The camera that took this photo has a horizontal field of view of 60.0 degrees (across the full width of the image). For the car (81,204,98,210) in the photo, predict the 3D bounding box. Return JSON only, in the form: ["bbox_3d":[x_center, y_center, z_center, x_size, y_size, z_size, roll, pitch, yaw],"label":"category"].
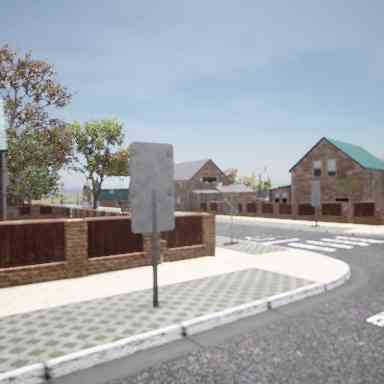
[{"bbox_3d":[-15.921,2.624,51.163,1.994,1.385,4.181,-1,-1,-31],"label":"car"}]

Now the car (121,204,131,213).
[{"bbox_3d":[-5.583,1.996,33.463,2.097,1.767,4.553,-1,-1,-31],"label":"car"}]
